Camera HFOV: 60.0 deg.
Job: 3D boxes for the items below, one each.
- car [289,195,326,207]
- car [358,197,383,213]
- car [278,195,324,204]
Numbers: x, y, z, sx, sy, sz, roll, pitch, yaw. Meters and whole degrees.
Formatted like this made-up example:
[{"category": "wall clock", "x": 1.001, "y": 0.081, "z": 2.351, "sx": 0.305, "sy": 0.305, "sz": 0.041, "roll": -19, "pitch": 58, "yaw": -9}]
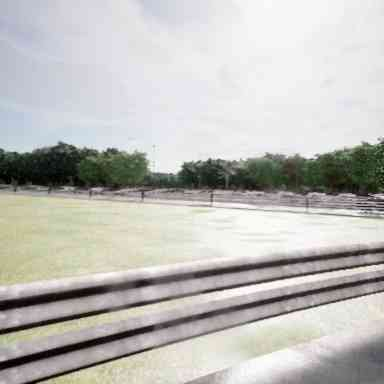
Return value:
[{"category": "car", "x": 15.141, "y": 1.154, "z": 43.733, "sx": 4.181, "sy": 1.385, "sz": 1.994, "roll": 2, "pitch": 2, "yaw": 36}, {"category": "car", "x": 18.863, "y": 1.328, "z": 32.269, "sx": 4.892, "sy": 1.490, "sz": 1.837, "roll": 2, "pitch": 2, "yaw": 37}, {"category": "car", "x": 13.070, "y": 1.096, "z": 40.911, "sx": 4.902, "sy": 1.511, "sz": 2.128, "roll": 2, "pitch": 2, "yaw": 36}]
